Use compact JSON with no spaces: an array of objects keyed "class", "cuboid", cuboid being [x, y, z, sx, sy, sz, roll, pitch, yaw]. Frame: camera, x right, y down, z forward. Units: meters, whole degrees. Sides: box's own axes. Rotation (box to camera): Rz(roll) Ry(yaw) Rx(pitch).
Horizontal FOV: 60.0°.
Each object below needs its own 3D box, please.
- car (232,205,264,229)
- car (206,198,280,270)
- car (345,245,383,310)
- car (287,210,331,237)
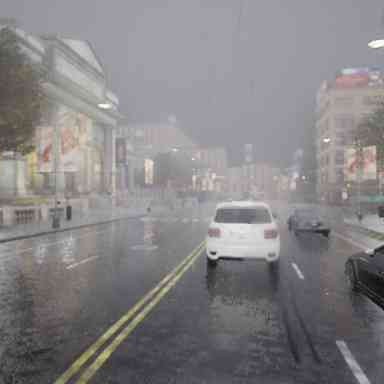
[{"class":"car","cuboid":[4.205,1.782,24.901,2.128,1.511,4.902,0,-1,10]},{"class":"car","cuboid":[1.831,1.358,11.780,2.150,2.045,5.566,0,-1,10]},{"class":"car","cuboid":[4.548,1.649,6.518,1.994,1.385,4.181,0,-1,8]},{"class":"car","cuboid":[6.843,1.787,19.873,2.033,1.411,5.357,0,-1,10]}]
